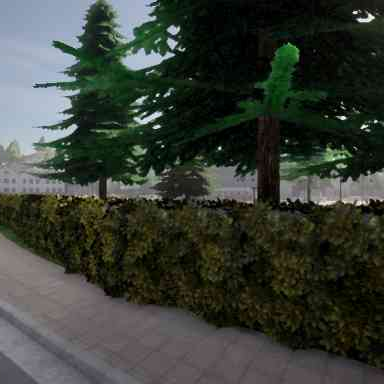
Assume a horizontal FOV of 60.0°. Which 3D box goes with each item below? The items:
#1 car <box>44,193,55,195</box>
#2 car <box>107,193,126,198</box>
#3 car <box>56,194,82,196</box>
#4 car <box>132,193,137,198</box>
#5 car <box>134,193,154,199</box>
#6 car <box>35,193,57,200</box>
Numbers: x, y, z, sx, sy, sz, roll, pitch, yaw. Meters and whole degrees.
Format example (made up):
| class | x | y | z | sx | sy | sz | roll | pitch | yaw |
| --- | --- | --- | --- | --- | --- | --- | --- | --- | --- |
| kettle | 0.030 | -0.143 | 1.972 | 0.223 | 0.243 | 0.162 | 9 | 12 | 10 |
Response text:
| class | x | y | z | sx | sy | sz | roll | pitch | yaw |
| --- | --- | --- | --- | --- | --- | --- | --- | --- | --- |
| car | -29.605 | 1.298 | 72.236 | 4.514 | 1.523 | 2.007 | 0 | 0 | -36 |
| car | -20.307 | 1.154 | 90.342 | 5.027 | 1.636 | 2.152 | 0 | 0 | -36 |
| car | -23.826 | 1.320 | 64.084 | 3.633 | 1.501 | 1.845 | 0 | 0 | -36 |
| car | -10.838 | 1.097 | 77.812 | 4.605 | 1.855 | 1.932 | 0 | 0 | -36 |
| car | -7.908 | 1.384 | 60.724 | 3.806 | 1.475 | 1.970 | 0 | 0 | -36 |
| car | -36.273 | 1.097 | 82.782 | 4.605 | 1.855 | 1.932 | 0 | 0 | -36 |
